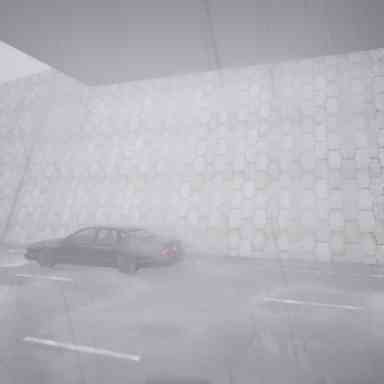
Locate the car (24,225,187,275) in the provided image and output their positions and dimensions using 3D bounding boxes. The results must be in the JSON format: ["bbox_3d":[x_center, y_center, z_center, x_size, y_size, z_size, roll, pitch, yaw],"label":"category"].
[{"bbox_3d":[-2.908,1.815,11.149,5.357,1.411,2.033,0,-1,19],"label":"car"}]
